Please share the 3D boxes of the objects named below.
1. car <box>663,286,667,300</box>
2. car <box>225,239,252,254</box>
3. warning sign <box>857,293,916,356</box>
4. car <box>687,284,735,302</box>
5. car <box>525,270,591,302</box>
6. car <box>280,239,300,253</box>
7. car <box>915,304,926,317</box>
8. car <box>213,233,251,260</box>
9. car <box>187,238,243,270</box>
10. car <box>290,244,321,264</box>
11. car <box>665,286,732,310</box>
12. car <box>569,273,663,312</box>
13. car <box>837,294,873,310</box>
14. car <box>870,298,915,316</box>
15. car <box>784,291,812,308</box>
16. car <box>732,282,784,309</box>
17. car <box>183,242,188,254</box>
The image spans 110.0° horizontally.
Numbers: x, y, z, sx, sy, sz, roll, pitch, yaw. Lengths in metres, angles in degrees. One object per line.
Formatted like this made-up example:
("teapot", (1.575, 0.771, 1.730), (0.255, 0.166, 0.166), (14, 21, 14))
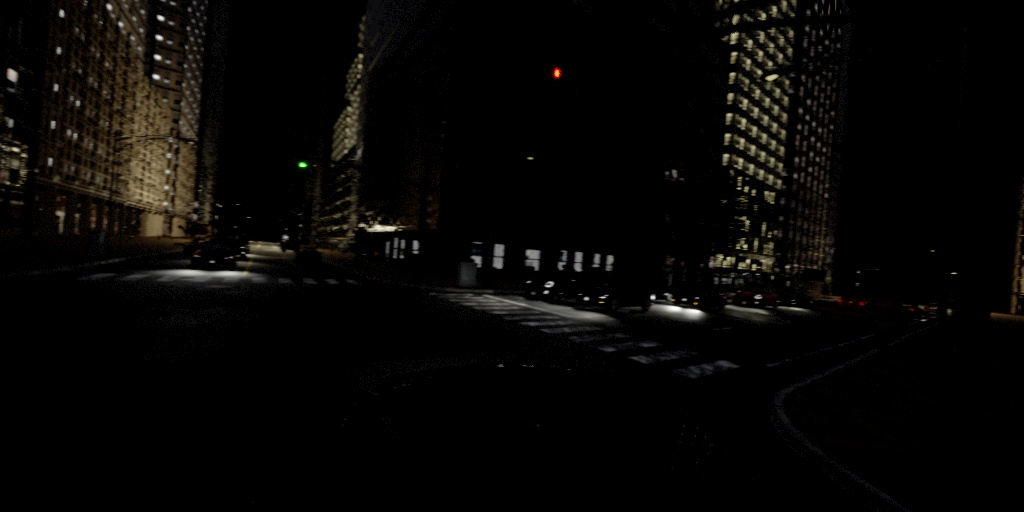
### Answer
("car", (9.783, 2.506, 25.881), (4.181, 1.385, 1.994), (6, -1, -39))
("car", (-29.606, -1.015, 38.874), (1.994, 1.385, 4.181), (4, 0, -34))
("warning sign", (11.915, 2.115, 11.558), (1.060, 1.860, 1.300), (0, 0, -37))
("car", (17.798, 3.351, 31.977), (4.718, 1.301, 1.895), (6, -1, -37))
("car", (2.970, 1.606, 20.647), (4.553, 1.767, 2.097), (6, -1, -37))
("car", (-30.781, -1.362, 49.939), (2.192, 1.841, 5.009), (0, 0, -35))
("car", (41.212, 5.532, 37.481), (5.357, 1.411, 2.033), (6, -1, -37))
("car", (-23.296, -0.859, 29.775), (2.150, 2.045, 5.566), (4, 0, -35))
("car", (-17.215, -0.075, 20.969), (1.812, 1.442, 4.674), (4, 0, -35))
("car", (-18.156, -0.110, 31.816), (1.948, 1.339, 4.313), (0, 0, -35))
("car", (12.461, 2.735, 23.825), (4.181, 1.385, 1.994), (6, -1, -38))
("car", (5.428, 1.967, 18.462), (4.892, 1.490, 1.837), (6, -1, -39))
("car", (35.391, 4.789, 36.983), (4.553, 1.767, 2.097), (6, -1, -37))
("car", (33.286, 4.751, 31.364), (4.181, 1.385, 1.994), (6, -1, -37))
("car", (28.127, 4.227, 35.730), (5.008, 1.535, 1.882), (6, -1, -37))
("car", (20.226, 3.305, 29.730), (4.553, 1.767, 2.097), (6, -1, -37))
("car", (-27.792, -0.849, 31.825), (1.802, 1.307, 4.207), (0, 0, -35))
